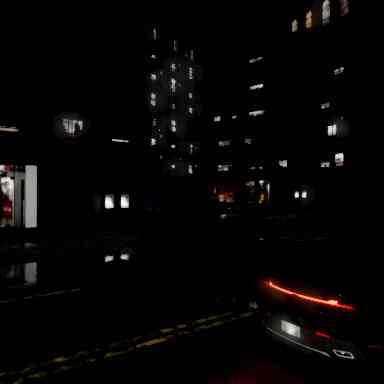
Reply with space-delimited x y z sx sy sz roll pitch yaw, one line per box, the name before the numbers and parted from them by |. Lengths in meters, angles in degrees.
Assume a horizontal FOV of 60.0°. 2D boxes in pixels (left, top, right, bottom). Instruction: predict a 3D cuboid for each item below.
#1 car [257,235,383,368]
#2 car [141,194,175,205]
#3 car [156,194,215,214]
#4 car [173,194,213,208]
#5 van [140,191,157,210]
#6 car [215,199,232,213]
car | 3.260 1.507 5.639 4.892 1.490 1.837 0 0 -35
car | -4.345 0.961 42.564 4.206 1.307 1.802 1 0 37
car | -0.585 1.137 29.243 4.403 1.369 2.008 1 0 37
car | 0.069 1.041 39.241 4.403 1.369 2.008 1 0 37
van | -4.993 0.817 32.568 3.998 1.788 1.690 1 0 37
car | 1.447 1.129 30.938 4.674 1.442 1.812 1 1 37
